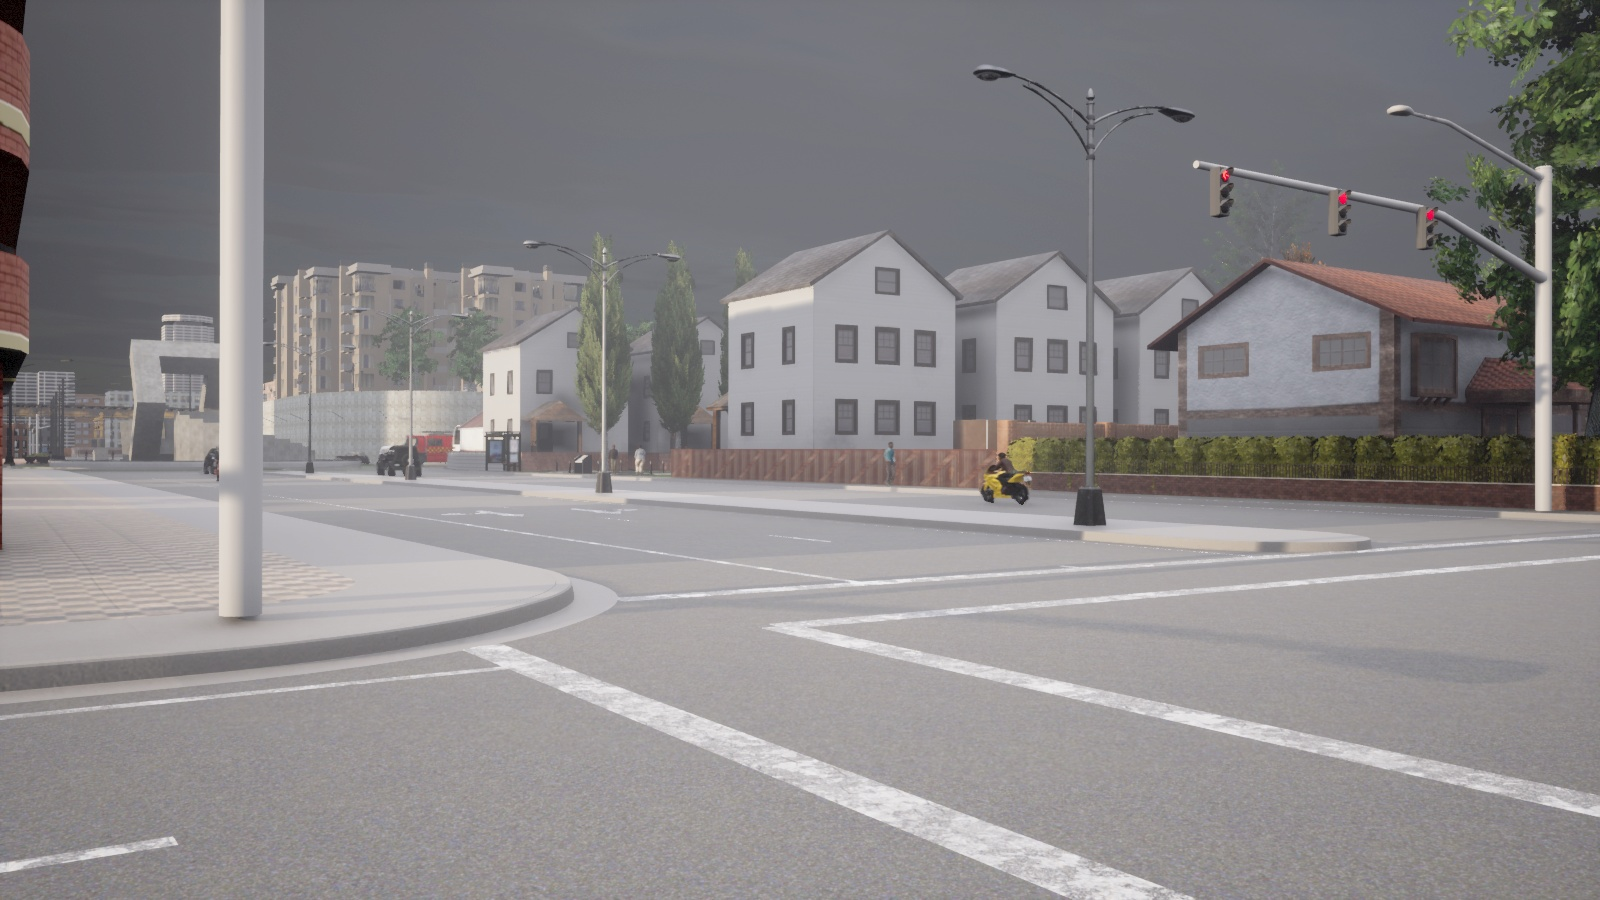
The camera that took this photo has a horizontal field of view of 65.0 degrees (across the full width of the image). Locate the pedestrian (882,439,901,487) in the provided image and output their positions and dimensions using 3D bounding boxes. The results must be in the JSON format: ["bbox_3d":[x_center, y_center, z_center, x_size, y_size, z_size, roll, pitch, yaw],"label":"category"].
[{"bbox_3d":[3.659,0.515,50.258,0.396,1.930,0.692,0,0,-34],"label":"pedestrian"}]

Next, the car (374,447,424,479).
[{"bbox_3d":[-24.376,0.779,76.331,1.905,1.878,3.866,0,0,-33],"label":"car"}]

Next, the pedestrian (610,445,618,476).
[{"bbox_3d":[-11.147,0.606,75.143,0.431,1.840,0.703,0,0,-14],"label":"pedestrian"}]

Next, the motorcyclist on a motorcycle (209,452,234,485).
[{"bbox_3d":[-28.311,0.909,61.427,0.866,1.590,1.817,0,0,-33],"label":"motorcyclist on a motorcycle"}]

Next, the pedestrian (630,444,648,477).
[{"bbox_3d":[-9.197,0.590,71.794,0.874,1.855,0.900,0,0,-20],"label":"pedestrian"}]

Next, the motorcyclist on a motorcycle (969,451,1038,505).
[{"bbox_3d":[5.947,0.804,36.792,0.797,1.523,2.044,0,0,-33],"label":"motorcyclist on a motorcycle"}]

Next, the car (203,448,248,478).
[{"bbox_3d":[-37.194,0.839,81.214,1.932,1.855,4.605,0,0,-34],"label":"car"}]
